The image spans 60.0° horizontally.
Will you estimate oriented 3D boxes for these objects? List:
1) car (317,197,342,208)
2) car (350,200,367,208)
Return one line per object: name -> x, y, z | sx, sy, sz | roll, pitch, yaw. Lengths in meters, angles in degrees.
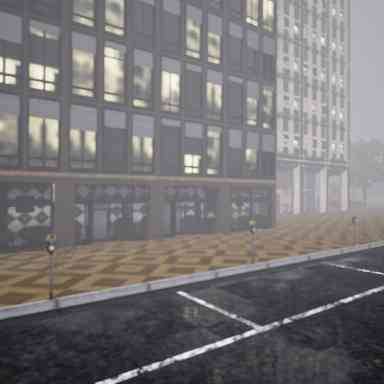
car -> 22.362, 1.751, 54.163 | 2.192, 1.841, 5.009 | 0, 0, -36
car -> 28.796, 2.061, 59.035 | 1.802, 1.307, 4.206 | -1, 0, -36
